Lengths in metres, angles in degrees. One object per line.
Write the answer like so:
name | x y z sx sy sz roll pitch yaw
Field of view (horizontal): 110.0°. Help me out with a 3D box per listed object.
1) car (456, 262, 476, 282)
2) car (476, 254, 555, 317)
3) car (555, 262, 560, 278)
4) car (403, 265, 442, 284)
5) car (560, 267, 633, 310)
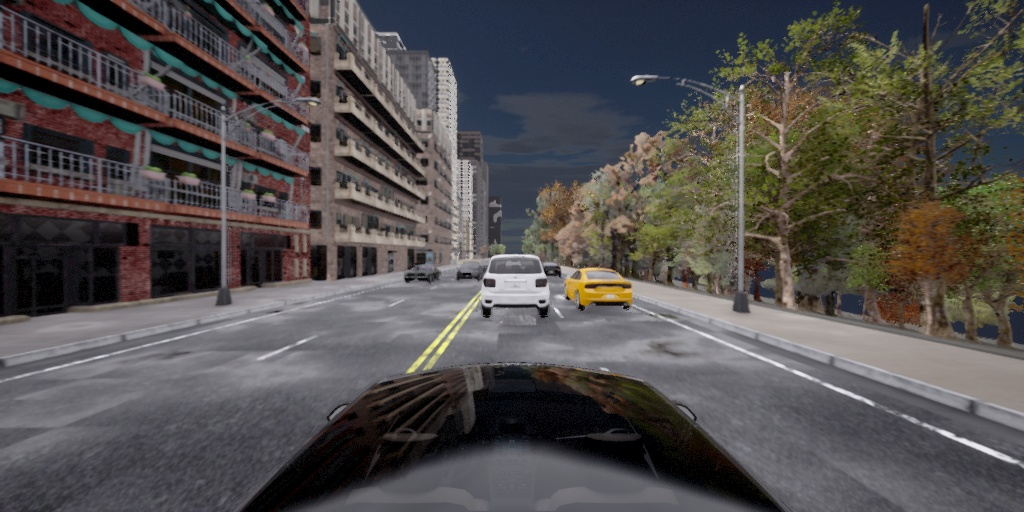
car | -3.348 1.239 29.090 1.837 1.490 4.892 0 0 0
car | 0.100 0.965 13.285 2.150 2.045 5.566 0 0 0
car | 3.350 1.211 33.044 1.882 1.535 5.008 0 0 0
car | -6.600 1.336 26.855 1.895 1.301 4.718 0 0 0
car | 3.350 1.220 14.690 1.882 1.535 5.008 0 0 0
